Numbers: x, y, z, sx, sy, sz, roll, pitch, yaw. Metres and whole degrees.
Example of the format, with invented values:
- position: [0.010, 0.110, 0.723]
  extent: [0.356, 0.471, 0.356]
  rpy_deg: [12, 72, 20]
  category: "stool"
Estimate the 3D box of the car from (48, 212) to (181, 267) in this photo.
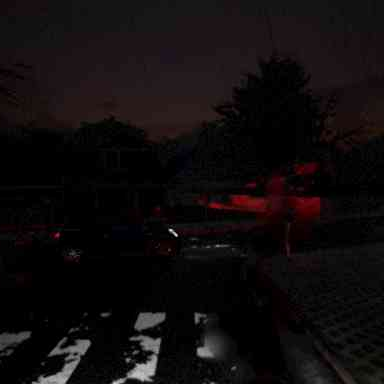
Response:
- position: [-2.718, 1.507, 12.007]
  extent: [4.553, 1.767, 2.097]
  rpy_deg: [0, -1, -24]
  category: "car"
